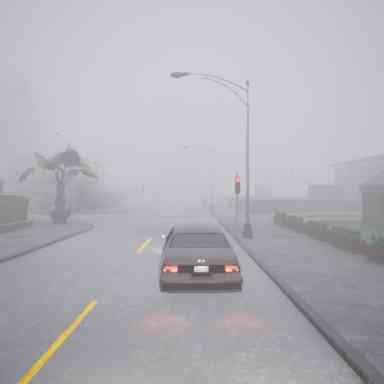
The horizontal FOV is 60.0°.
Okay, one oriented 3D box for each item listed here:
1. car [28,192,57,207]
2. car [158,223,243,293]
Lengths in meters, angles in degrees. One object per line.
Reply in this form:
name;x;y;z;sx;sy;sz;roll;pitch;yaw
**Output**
car;-19.758;0.985;43.904;1.905;1.878;3.866;0;0;35
car;0.114;1.547;8.989;2.033;1.411;5.357;0;0;-2
